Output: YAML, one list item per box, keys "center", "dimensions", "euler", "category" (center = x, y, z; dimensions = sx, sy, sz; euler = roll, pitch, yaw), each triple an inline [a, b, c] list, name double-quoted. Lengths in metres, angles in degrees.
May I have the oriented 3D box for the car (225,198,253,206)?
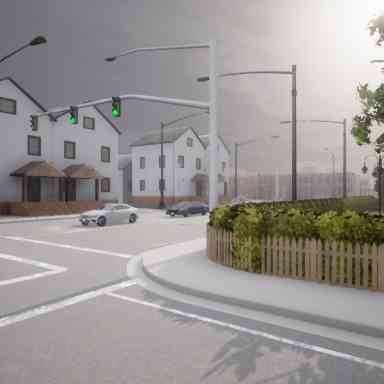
- center: [5.668, 1.491, 39.888]
  dimensions: [2.128, 1.511, 4.902]
  euler: [0, 0, 35]
  category: "car"

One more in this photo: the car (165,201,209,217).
- center: [-0.210, 1.547, 31.400]
  dimensions: [2.033, 1.411, 5.357]
  euler: [0, 0, 35]
  category: "car"

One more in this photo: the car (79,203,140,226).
- center: [-5.699, 1.526, 23.451]
  dimensions: [1.812, 1.442, 4.674]
  euler: [0, 0, 35]
  category: "car"
